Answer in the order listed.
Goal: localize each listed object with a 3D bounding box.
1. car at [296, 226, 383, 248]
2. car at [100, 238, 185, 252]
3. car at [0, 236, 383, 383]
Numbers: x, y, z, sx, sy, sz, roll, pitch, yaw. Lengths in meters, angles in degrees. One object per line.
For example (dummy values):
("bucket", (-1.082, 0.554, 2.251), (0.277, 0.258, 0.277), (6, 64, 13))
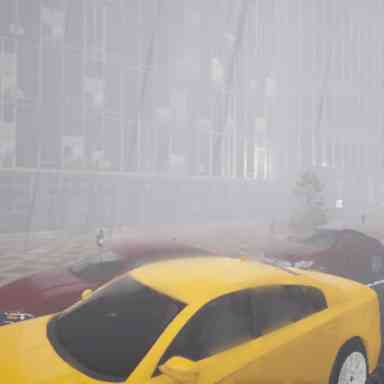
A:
("car", (3.689, 1.634, 9.176), (4.206, 1.307, 1.802), (0, 0, -35))
("car", (-0.950, 1.561, 5.875), (4.507, 1.381, 1.887), (0, 0, -35))
("car", (-0.066, 1.489, 3.329), (5.008, 1.535, 1.882), (0, 0, -35))
